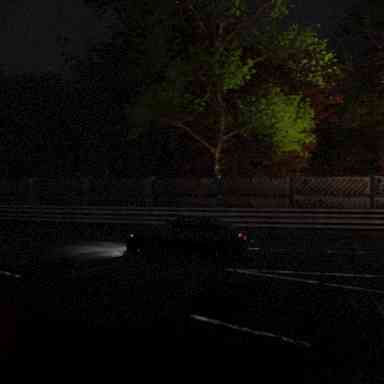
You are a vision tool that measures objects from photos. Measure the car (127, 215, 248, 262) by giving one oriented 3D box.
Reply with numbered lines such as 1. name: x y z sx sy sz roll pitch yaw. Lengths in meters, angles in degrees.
1. car: -0.149 1.520 11.707 4.181 1.385 1.994 0 0 14
